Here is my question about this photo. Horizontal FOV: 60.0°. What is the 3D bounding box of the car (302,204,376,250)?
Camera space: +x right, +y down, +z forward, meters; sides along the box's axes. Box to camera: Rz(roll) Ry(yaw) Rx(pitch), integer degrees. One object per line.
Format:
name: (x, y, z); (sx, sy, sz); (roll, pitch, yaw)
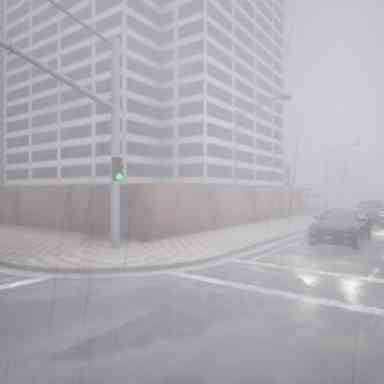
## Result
car: (6.602, 1.473, 14.658); (1.882, 1.535, 5.008); (0, 0, 35)

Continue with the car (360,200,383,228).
car: (12.167, 1.347, 22.534); (2.097, 1.767, 4.553); (0, 0, 35)
